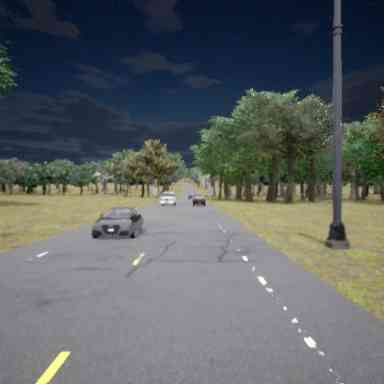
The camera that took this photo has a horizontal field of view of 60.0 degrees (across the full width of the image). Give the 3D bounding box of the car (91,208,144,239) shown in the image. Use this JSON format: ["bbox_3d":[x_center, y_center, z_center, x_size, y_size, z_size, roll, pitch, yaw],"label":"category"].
[{"bbox_3d":[-3.593,1.484,16.723,1.994,1.385,4.181,0,0,0],"label":"car"}]

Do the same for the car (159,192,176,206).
[{"bbox_3d":[-3.561,1.048,49.594,2.150,2.045,5.566,0,0,0],"label":"car"}]

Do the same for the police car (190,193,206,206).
[{"bbox_3d":[1.064,1.255,49.725,1.930,1.638,5.238,0,0,0],"label":"police car"}]

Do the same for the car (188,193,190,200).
[{"bbox_3d":[0.024,0.998,83.596,2.097,1.767,4.553,0,0,0],"label":"car"}]

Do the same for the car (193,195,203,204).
[{"bbox_3d":[1.067,1.275,59.809,1.801,1.575,5.366,0,0,0],"label":"car"}]
